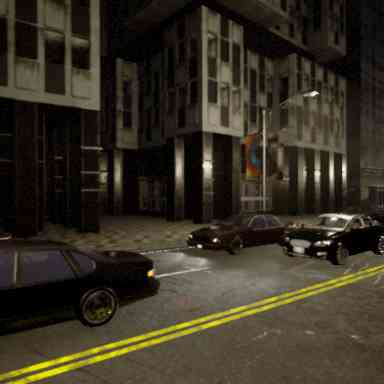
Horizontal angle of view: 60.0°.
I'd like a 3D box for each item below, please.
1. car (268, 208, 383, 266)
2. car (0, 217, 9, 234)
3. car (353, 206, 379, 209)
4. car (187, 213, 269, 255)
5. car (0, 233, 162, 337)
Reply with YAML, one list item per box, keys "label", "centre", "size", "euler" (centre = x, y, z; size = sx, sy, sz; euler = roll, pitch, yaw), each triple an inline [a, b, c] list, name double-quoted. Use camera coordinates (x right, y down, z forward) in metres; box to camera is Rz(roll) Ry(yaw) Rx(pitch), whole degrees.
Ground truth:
- label: "car"
  centre: [5.231, 1.534, 11.853]
  size: [4.902, 1.511, 2.128]
  euler: [0, 0, -38]
- label: "car"
  centre: [-6.253, 1.364, 7.283]
  size: [4.553, 1.767, 2.097]
  euler: [0, 0, -36]
- label: "car"
  centre: [10.360, 1.603, 20.096]
  size: [4.674, 1.442, 1.812]
  euler: [0, 0, -40]
- label: "car"
  centre: [2.367, 1.592, 13.718]
  size: [5.357, 1.411, 2.033]
  euler: [0, 0, -38]
- label: "car"
  centre: [-3.151, 1.559, 5.503]
  size: [5.357, 1.411, 2.033]
  euler: [0, 0, -36]
